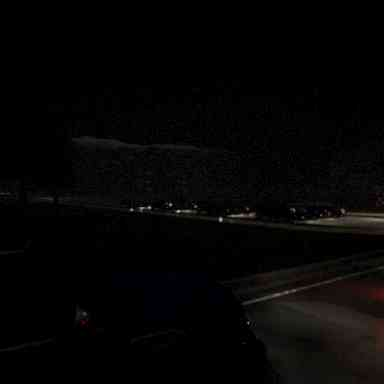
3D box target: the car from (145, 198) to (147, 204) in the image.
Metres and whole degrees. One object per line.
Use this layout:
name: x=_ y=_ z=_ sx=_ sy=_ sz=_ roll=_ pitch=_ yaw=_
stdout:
car: x=-7.231 y=1.713 z=55.140 sx=1.994 sy=1.385 sz=4.181 roll=0 pitch=0 yaw=-35

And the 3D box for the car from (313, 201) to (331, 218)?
car: x=10.134 y=1.752 z=31.190 sx=1.895 sy=1.301 sz=4.718 roll=0 pitch=0 yaw=-36

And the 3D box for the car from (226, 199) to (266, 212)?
car: x=6.716 y=1.662 z=41.801 sx=2.128 sy=1.511 sz=4.902 roll=0 pitch=0 yaw=-36

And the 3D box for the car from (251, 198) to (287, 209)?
car: x=11.362 y=1.709 z=49.335 sx=2.128 sy=1.511 sz=4.902 roll=0 pitch=0 yaw=-36

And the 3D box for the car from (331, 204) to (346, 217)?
car: x=12.849 y=1.663 z=33.409 sx=2.128 sy=1.511 sz=4.902 roll=0 pitch=0 yaw=-36

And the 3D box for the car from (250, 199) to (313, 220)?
car: x=7.625 y=1.483 z=28.696 sx=2.097 sy=1.767 sz=4.553 roll=0 pitch=0 yaw=-36

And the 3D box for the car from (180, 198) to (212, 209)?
car: x=0.495 y=1.717 z=50.348 sx=2.033 sy=1.411 sz=5.357 roll=0 pitch=0 yaw=-36

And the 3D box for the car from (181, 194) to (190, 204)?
car: x=-1.422 y=1.371 z=47.039 sx=2.150 sy=2.045 sz=5.566 roll=0 pitch=0 yaw=-36

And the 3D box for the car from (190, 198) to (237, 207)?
car: x=2.229 y=1.635 z=36.077 sx=1.837 sy=1.490 sz=4.892 roll=0 pitch=0 yaw=-36

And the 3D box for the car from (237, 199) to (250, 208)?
car: x=4.672 y=1.642 z=38.666 sx=2.128 sy=1.511 sz=4.902 roll=0 pitch=0 yaw=-36

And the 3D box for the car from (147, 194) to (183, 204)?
car: x=-3.673 y=1.481 z=44.178 sx=2.097 sy=1.767 sz=4.553 roll=0 pitch=0 yaw=-36

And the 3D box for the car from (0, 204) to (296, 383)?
car: x=-1.949 y=1.221 z=2.355 sx=5.566 sy=2.045 sz=2.150 roll=0 pitch=0 yaw=-35

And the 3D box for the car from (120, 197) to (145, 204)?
car: x=-9.773 y=1.607 z=52.668 sx=1.882 sy=1.535 sz=5.008 roll=0 pitch=0 yaw=-35

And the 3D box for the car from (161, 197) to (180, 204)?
car: x=-4.652 y=1.811 z=71.324 sx=1.895 sy=1.301 sz=4.718 roll=0 pitch=0 yaw=-36
